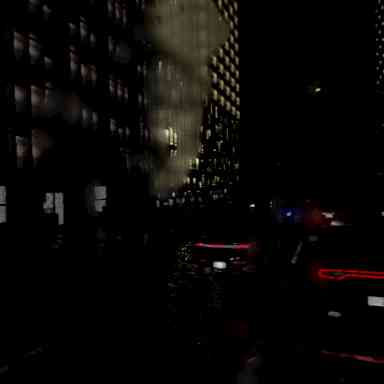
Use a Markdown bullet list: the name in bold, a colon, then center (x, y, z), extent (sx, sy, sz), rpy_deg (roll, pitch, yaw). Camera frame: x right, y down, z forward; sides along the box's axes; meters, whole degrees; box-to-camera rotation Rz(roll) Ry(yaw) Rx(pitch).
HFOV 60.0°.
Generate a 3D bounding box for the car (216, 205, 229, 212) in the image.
- **car**: center (1.864, 1.699, 26.876), extent (1.802, 1.307, 4.206), rpy_deg (-2, -1, 21)

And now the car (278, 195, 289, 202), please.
- **car**: center (20.493, 1.514, 74.333), extent (1.752, 1.417, 4.829), rpy_deg (-2, -1, 21)

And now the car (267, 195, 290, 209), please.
- **car**: center (11.925, 1.355, 45.146), extent (2.097, 1.767, 4.553), rpy_deg (-1, 0, 22)

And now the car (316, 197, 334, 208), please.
- **car**: center (17.969, 1.425, 44.975), extent (2.008, 1.369, 4.403), rpy_deg (-2, -1, 21)

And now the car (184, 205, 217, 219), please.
- **car**: center (-0.215, 1.681, 21.586), extent (2.008, 1.369, 4.403), rpy_deg (-2, -1, 21)

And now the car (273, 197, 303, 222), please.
- **car**: center (7.921, 1.461, 26.453), extent (1.882, 1.535, 5.008), rpy_deg (-1, 0, 21)

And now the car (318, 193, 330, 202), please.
- **car**: center (28.347, 1.118, 71.431), extent (2.192, 1.841, 5.009), rpy_deg (-2, -1, 21)

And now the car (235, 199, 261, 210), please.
- **car**: center (6.016, 1.639, 37.457), extent (2.008, 1.369, 4.403), rpy_deg (-2, -1, 21)

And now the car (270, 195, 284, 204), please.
- **car**: center (16.398, 1.457, 63.910), extent (1.967, 1.590, 4.097), rpy_deg (-2, -1, 21)

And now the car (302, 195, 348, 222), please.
- **car**: center (7.577, 1.260, 18.525), extent (2.192, 1.841, 5.009), rpy_deg (-2, -1, 21)

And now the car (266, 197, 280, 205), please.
- **car**: center (14.325, 1.613, 58.619), extent (1.802, 1.307, 4.206), rpy_deg (-2, -1, 21)

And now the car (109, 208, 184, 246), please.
- **car**: center (-2.291, 1.689, 16.295), extent (1.887, 1.381, 4.507), rpy_deg (-2, -1, 21)

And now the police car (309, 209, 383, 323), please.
- **police car**: center (3.649, 1.389, 7.272), extent (1.930, 1.638, 5.238), rpy_deg (-1, 0, 21)

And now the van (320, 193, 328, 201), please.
- **van**: center (30.425, 1.129, 76.721), extent (1.690, 1.788, 3.998), rpy_deg (-2, -1, 21)

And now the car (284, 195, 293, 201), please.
- **car**: center (24.710, 1.524, 85.072), extent (1.947, 1.339, 4.313), rpy_deg (-2, -1, 21)

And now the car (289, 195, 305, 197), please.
- **car**: center (13.890, 1.297, 41.930), extent (2.097, 1.767, 4.553), rpy_deg (-1, 0, 21)

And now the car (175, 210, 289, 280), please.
- **car**: center (1.543, 1.518, 10.202), extent (2.128, 1.511, 4.902), rpy_deg (-1, 0, 21)

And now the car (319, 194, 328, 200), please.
- **car**: center (32.505, 1.213, 82.011), extent (1.967, 1.590, 4.097), rpy_deg (-2, -1, 21)

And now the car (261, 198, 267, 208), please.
- **car**: center (10.171, 1.611, 48.038), extent (2.008, 1.369, 4.403), rpy_deg (-2, -1, 21)
